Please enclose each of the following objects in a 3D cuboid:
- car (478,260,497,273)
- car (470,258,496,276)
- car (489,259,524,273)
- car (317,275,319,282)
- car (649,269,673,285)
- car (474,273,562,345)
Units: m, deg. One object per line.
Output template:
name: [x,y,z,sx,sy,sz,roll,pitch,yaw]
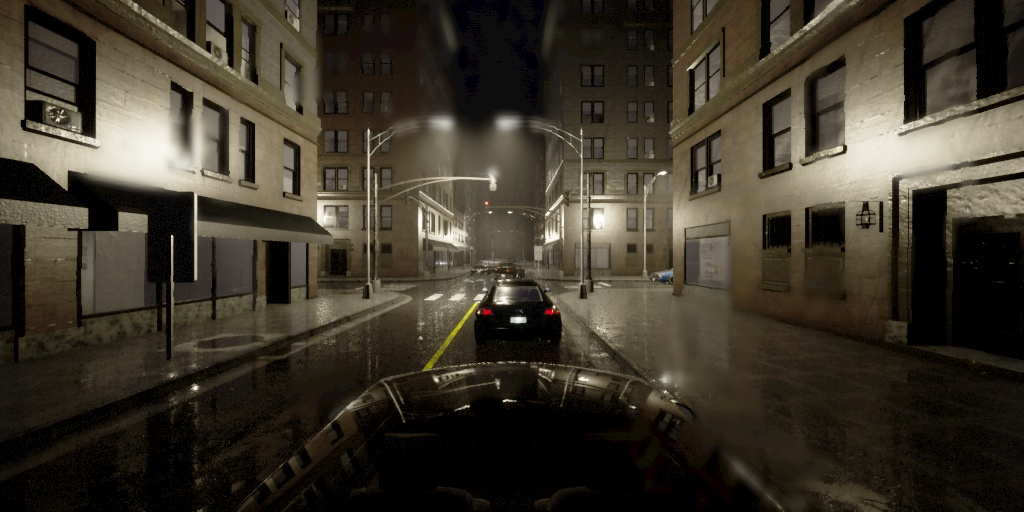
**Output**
car: [-3.103,1.294,46.106,2.033,1.411,5.357,0,0,0]
car: [-3.098,1.240,36.363,2.128,1.511,4.902,0,0,0]
car: [-0.174,1.254,30.207,1.837,1.490,4.892,3,1,12]
car: [-14.500,1.388,21.907,4.718,1.301,1.895,0,0,0]
car: [12.613,1.260,25.197,5.357,1.411,2.033,0,0,0]
car: [0.113,1.314,9.536,1.994,1.385,4.181,0,0,-1]
